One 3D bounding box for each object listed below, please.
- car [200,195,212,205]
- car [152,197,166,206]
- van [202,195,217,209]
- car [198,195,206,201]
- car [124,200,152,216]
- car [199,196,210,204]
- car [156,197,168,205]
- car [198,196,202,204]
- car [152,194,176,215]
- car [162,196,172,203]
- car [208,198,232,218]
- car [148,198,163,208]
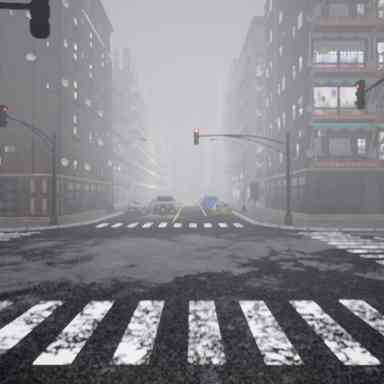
[{"bbox_3d":[2.480,1.439,61.052,1.967,1.590,4.097,1,0,0],"label":"car"},{"bbox_3d":[-5.392,1.521,55.157,1.752,1.417,4.829,1,0,0],"label":"car"},{"bbox_3d":[2.540,1.332,44.086,1.690,1.788,3.998,1,0,0],"label":"van"},{"bbox_3d":[2.443,1.563,83.677,1.887,1.381,4.507,1,0,0],"label":"car"},{"bbox_3d":[-5.487,1.540,32.696,2.008,1.369,4.403,1,0,0],"label":"car"},{"bbox_3d":[2.470,1.553,66.709,2.008,1.369,4.403,1,0,0],"label":"car"},{"bbox_3d":[-5.402,1.581,60.985,1.802,1.307,4.206,1,0,0],"label":"car"},{"bbox_3d":[2.499,1.309,49.740,2.192,1.841,5.009,1,0,0],"label":"car"},{"bbox_3d":[-2.804,1.306,34.760,2.150,2.045,5.566,0,2,0],"label":"car"},{"bbox_3d":[-5.419,1.557,72.301,2.008,1.369,4.403,1,0,0],"label":"car"},{"bbox_3d":[2.657,1.514,30.253,1.752,1.417,4.829,1,0,0],"label":"car"},{"bbox_3d":[-5.384,1.576,49.669,1.802,1.307,4.206,1,0,0],"label":"car"}]
